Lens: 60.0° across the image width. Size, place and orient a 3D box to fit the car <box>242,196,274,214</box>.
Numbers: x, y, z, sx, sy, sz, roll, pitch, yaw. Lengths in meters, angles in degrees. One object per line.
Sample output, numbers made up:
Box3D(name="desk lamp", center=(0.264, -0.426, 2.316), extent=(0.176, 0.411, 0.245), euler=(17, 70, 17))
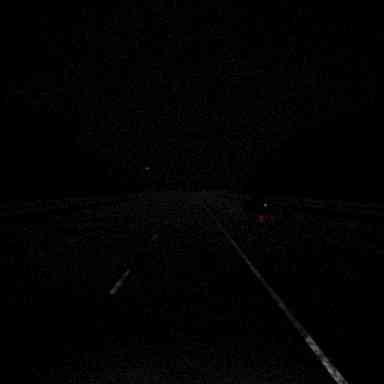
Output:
Box3D(name="car", center=(6.364, 1.224, 32.401), extent=(2.033, 1.649, 4.856), euler=(0, 0, -8))
